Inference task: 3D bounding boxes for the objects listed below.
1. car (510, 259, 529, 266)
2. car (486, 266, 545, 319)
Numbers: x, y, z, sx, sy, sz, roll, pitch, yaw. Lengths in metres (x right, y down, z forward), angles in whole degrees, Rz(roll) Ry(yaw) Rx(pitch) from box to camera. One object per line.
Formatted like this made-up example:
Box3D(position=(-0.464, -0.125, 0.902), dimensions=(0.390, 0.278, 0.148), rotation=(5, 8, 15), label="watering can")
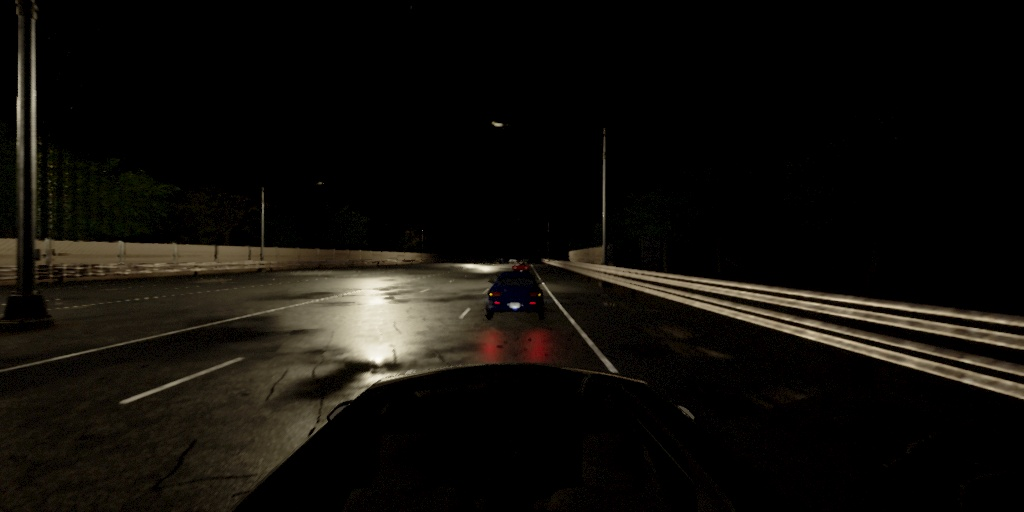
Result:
Box3D(position=(1.049, 1.342, 41.446), dimensions=(1.895, 1.301, 4.718), rotation=(0, 0, 2), label="car")
Box3D(position=(0.133, 1.264, 12.657), dimensions=(1.812, 1.442, 4.674), rotation=(0, 0, 1), label="car")
